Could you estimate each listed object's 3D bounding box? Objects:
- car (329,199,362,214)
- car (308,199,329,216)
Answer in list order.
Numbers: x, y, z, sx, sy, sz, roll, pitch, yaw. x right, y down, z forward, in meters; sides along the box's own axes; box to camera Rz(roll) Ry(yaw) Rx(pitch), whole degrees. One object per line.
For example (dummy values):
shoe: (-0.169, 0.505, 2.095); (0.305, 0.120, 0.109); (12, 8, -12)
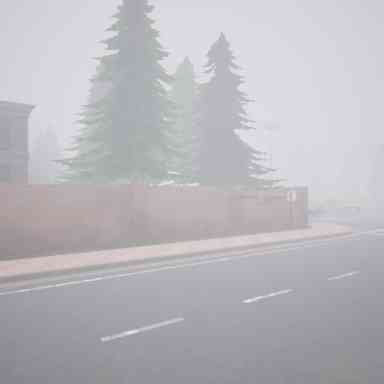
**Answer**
car: (15.507, 1.477, 35.569); (1.882, 1.535, 5.008); (0, 0, -35)
car: (9.767, 1.547, 31.526); (2.033, 1.411, 5.357); (0, 0, -34)
